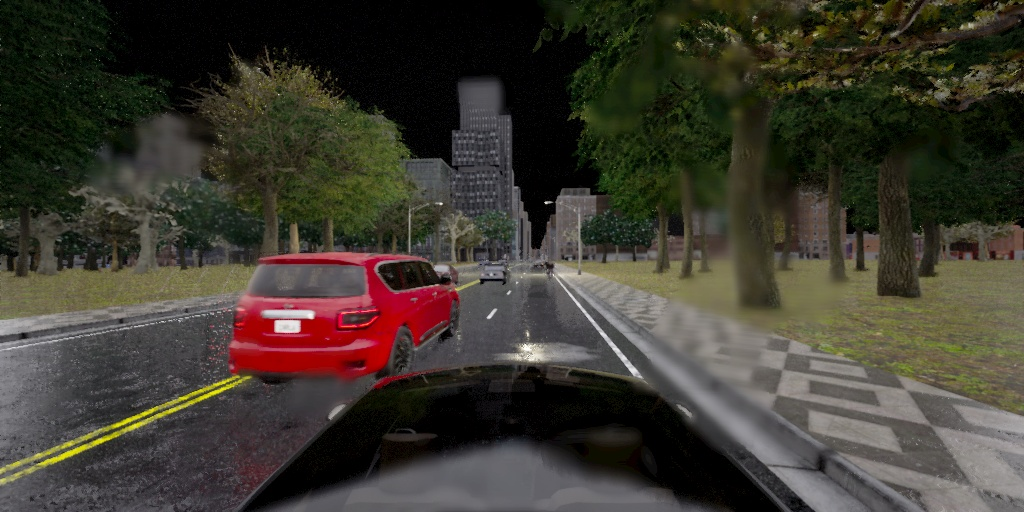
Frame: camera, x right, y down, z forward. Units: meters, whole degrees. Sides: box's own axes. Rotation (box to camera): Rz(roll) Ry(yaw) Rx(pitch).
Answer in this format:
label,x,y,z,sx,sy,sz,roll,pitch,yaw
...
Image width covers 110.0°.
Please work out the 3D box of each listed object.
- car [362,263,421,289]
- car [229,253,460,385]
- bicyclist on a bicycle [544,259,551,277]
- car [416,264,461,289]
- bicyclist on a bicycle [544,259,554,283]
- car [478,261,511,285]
label,x,y,z,sx,sy,sz,roll,pitch,yaw
car,-8.053,1.260,24.504,2.128,1.511,4.902,0,0,4
car,-2.605,0.974,7.147,2.150,2.045,5.566,0,0,4
bicyclist on a bicycle,3.616,1.159,36.744,0.659,1.776,1.843,0,0,4
car,-4.815,1.293,24.213,1.812,1.442,4.674,0,0,4
bicyclist on a bicycle,2.944,1.142,27.557,0.659,1.776,1.843,0,0,4
car,-1.186,1.318,26.529,2.033,1.411,5.357,0,0,4
